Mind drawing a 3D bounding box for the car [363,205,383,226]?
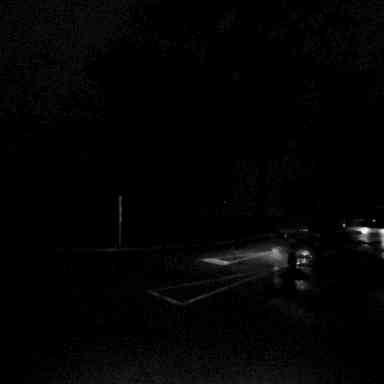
[{"bbox_3d":[14.583,1.807,25.309,1.837,1.490,4.892,0,-1,44],"label":"car"}]

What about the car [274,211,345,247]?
[{"bbox_3d":[5.928,1.700,16.460,4.902,1.511,2.128,1,-1,-45],"label":"car"}]
